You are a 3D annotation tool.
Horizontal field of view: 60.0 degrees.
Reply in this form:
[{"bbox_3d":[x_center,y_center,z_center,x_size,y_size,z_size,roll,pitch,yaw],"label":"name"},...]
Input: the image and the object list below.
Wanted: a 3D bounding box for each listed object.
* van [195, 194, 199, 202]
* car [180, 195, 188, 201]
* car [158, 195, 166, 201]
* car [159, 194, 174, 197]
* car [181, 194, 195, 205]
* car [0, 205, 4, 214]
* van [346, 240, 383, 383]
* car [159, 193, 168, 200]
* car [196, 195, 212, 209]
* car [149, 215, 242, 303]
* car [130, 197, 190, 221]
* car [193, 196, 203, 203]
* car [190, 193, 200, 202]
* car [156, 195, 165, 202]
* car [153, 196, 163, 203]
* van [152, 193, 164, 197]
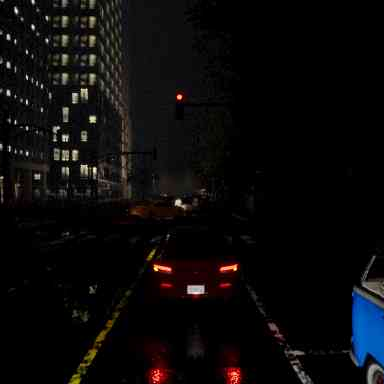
[{"bbox_3d":[1.732,1.322,51.209,1.690,1.788,3.998,0,0,-2],"label":"van"},{"bbox_3d":[-1.938,1.454,80.812,1.837,1.490,4.892,0,0,-3],"label":"car"},{"bbox_3d":[-7.555,1.533,84.089,1.802,1.307,4.206,0,0,-3],"label":"car"},{"bbox_3d":[-3.665,1.486,50.442,1.837,1.490,4.892,0,0,-1],"label":"car"},{"bbox_3d":[-0.873,1.469,55.477,2.128,1.511,4.902,0,0,-2],"label":"car"},{"bbox_3d":[-18.229,1.377,28.480,4.206,1.307,1.802,1,0,3],"label":"car"},{"bbox_3d":[2.558,1.341,2.122,1.690,1.788,3.998,0,0,0],"label":"van"},{"bbox_3d":[-8.106,1.252,95.169,2.192,1.841,5.009,0,0,-3],"label":"car"},{"bbox_3d":[1.884,1.510,45.837,1.752,1.417,4.829,0,0,-2],"label":"car"},{"bbox_3d":[0.051,1.525,8.056,1.812,1.442,4.674,0,0,0],"label":"car"},{"bbox_3d":[-2.765,1.451,27.353,1.882,1.535,5.008,2,1,42],"label":"car"},{"bbox_3d":[1.163,1.492,68.003,1.752,1.417,4.829,0,0,-2],"label":"car"},{"bbox_3d":[0.714,1.271,78.921,2.192,1.841,5.009,0,0,-3],"label":"car"},{"bbox_3d":[-7.302,1.501,78.544,1.887,1.381,4.507,0,0,-2],"label":"car"},{"bbox_3d":[-6.848,1.513,67.458,1.887,1.381,4.507,0,0,-2],"label":"car"},{"bbox_3d":[-6.645,1.314,61.915,1.690,1.788,3.998,0,0,-2],"label":"van"}]
